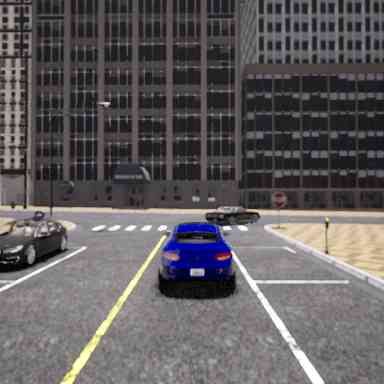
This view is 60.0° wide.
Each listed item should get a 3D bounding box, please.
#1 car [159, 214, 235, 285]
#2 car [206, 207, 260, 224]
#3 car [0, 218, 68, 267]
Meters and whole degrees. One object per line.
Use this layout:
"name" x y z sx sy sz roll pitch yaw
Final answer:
"car" 0.126 1.590 9.531 1.812 1.442 4.674 0 0 0
"car" 3.226 1.777 25.442 1.895 1.301 4.718 0 -1 43
"car" -5.790 1.629 11.662 2.008 1.369 4.403 1 0 0
